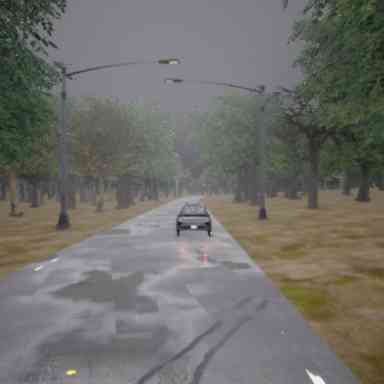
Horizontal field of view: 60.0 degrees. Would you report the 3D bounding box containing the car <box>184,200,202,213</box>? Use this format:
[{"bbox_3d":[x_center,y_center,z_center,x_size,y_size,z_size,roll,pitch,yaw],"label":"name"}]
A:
[{"bbox_3d":[0.079,1.609,37.553,1.895,1.301,4.718,0,0,0],"label":"car"}]

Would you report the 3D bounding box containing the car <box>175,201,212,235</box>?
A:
[{"bbox_3d":[0.089,1.490,18.643,2.128,1.511,4.902,0,0,0],"label":"car"}]
